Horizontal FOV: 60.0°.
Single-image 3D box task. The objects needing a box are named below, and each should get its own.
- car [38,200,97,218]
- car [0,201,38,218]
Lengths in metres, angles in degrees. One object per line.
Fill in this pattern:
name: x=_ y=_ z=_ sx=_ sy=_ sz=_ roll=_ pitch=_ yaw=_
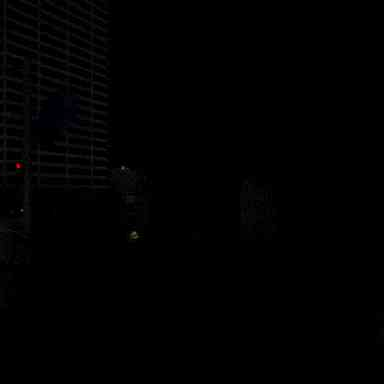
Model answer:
car: x=-11.149 y=1.477 z=30.782 sx=1.882 sy=1.535 sz=5.008 roll=0 pitch=0 yaw=35
car: x=-15.521 y=1.547 z=30.663 sx=2.033 sy=1.411 sz=5.357 roll=0 pitch=0 yaw=35
